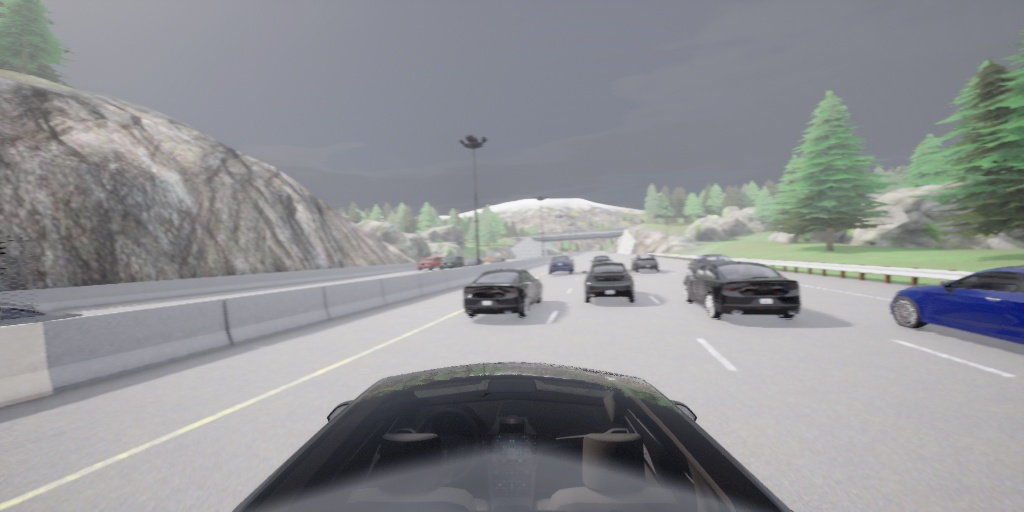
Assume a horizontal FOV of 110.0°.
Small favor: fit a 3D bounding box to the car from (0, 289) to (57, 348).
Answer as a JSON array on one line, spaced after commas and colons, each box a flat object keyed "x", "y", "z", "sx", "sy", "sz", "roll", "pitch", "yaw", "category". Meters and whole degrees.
[{"x": -15.717, "y": 1.868, "z": 8.943, "sx": 2.128, "sy": 1.511, "sz": 4.902, "roll": -2, "pitch": 0, "yaw": 15, "category": "car"}]

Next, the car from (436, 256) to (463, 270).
[{"x": -8.731, "y": 1.033, "z": 53.145, "sx": 2.150, "sy": 2.045, "sz": 5.566, "roll": -2, "pitch": 0, "yaw": 13, "category": "car"}]

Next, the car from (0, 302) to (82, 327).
[{"x": -12.421, "y": 1.807, "z": 7.757, "sx": 1.994, "sy": 1.385, "sz": 4.181, "roll": -2, "pitch": 0, "yaw": 15, "category": "car"}]

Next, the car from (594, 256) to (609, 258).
[{"x": 7.991, "y": 0.715, "z": 31.961, "sx": 1.837, "sy": 1.490, "sz": 4.892, "roll": -2, "pitch": 0, "yaw": 13, "category": "car"}]

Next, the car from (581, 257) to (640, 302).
[{"x": 4.012, "y": 0.996, "z": 15.018, "sx": 1.837, "sy": 1.490, "sz": 4.892, "roll": -2, "pitch": 0, "yaw": 14, "category": "car"}]

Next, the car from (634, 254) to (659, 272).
[{"x": 11.253, "y": 0.571, "z": 30.553, "sx": 2.128, "sy": 1.511, "sz": 4.902, "roll": -2, "pitch": 0, "yaw": 13, "category": "car"}]

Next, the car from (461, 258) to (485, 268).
[{"x": -5.303, "y": 1.203, "z": 52.387, "sx": 1.837, "sy": 1.490, "sz": 4.892, "roll": -2, "pitch": 0, "yaw": 13, "category": "car"}]

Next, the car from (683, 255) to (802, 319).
[{"x": 6.619, "y": 0.883, "z": 10.913, "sx": 1.882, "sy": 1.535, "sz": 5.008, "roll": -2, "pitch": 0, "yaw": 14, "category": "car"}]

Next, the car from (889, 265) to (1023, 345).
[{"x": 9.024, "y": 0.860, "z": 6.092, "sx": 1.812, "sy": 1.442, "sz": 4.674, "roll": -2, "pitch": 0, "yaw": 14, "category": "car"}]

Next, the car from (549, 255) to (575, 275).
[{"x": 4.620, "y": 0.700, "z": 32.931, "sx": 2.097, "sy": 1.767, "sz": 4.553, "roll": -2, "pitch": 0, "yaw": 13, "category": "car"}]

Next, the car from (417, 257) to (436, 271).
[{"x": -12.136, "y": 1.147, "z": 53.947, "sx": 2.150, "sy": 2.045, "sz": 5.566, "roll": -2, "pitch": 0, "yaw": 13, "category": "car"}]

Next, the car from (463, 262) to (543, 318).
[{"x": -0.129, "y": 1.161, "z": 12.749, "sx": 1.882, "sy": 1.535, "sz": 5.008, "roll": -2, "pitch": 0, "yaw": 14, "category": "car"}]

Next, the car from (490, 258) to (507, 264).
[{"x": -1.898, "y": 1.055, "z": 51.591, "sx": 1.837, "sy": 1.490, "sz": 4.892, "roll": -2, "pitch": 0, "yaw": 13, "category": "car"}]
